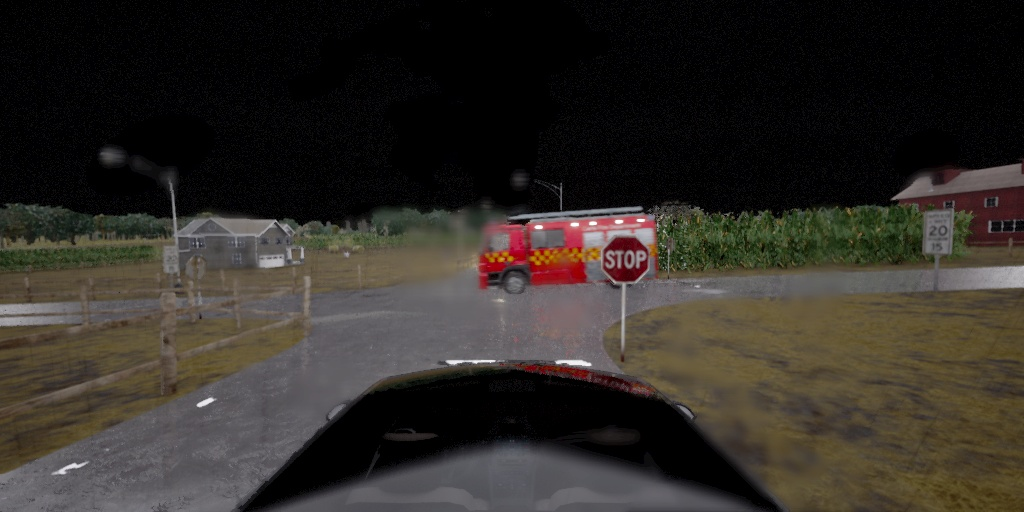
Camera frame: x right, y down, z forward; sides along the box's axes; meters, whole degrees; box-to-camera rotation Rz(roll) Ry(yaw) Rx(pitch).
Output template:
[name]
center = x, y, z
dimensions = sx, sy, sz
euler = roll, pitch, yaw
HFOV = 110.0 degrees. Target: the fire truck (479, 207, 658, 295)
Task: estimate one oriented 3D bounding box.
[fire truck]
center = 2.629, -0.228, 18.085
dimensions = 8.468, 3.827, 2.891
euler = -4, 2, 0
